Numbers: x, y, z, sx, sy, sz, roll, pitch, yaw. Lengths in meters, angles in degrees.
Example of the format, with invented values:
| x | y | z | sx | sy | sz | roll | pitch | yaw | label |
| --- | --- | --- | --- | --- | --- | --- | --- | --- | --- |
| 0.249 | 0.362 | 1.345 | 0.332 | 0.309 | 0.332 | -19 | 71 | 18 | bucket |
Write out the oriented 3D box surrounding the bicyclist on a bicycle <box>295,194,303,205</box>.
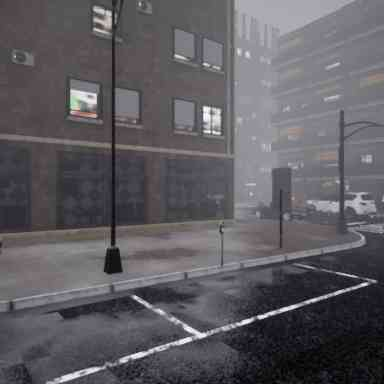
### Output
| x | y | z | sx | sy | sz | roll | pitch | yaw | label |
| --- | --- | --- | --- | --- | --- | --- | --- | --- | --- |
| 11.563 | 1.008 | 36.223 | 1.656 | 1.620 | 0.582 | 0 | 1 | -36 | bicyclist on a bicycle |

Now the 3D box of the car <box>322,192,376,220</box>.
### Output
| x | y | z | sx | sy | sz | roll | pitch | yaw | label |
| --- | --- | --- | --- | --- | --- | --- | --- | --- | --- |
| 11.732 | 1.027 | 26.773 | 2.150 | 2.045 | 5.566 | 0 | 1 | -37 | car |

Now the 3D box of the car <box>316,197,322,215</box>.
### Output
| x | y | z | sx | sy | sz | roll | pitch | yaw | label |
| --- | --- | --- | --- | --- | --- | --- | --- | --- | --- |
| 7.495 | 1.248 | 26.954 | 1.882 | 1.535 | 5.008 | 0 | 1 | -36 | car |

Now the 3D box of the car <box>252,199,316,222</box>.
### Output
| x | y | z | sx | sy | sz | roll | pitch | yaw | label |
| --- | --- | --- | --- | --- | --- | --- | --- | --- | --- |
| 6.302 | 1.340 | 24.208 | 2.008 | 1.369 | 4.403 | 1 | 0 | -36 | car |
